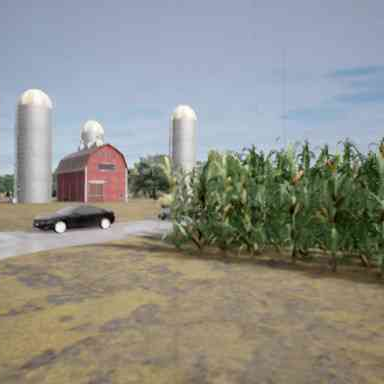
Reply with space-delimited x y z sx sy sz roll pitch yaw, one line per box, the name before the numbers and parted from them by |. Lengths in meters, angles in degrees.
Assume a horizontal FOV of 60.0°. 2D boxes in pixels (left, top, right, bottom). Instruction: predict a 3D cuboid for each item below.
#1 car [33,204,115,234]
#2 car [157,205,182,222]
car | -7.009 1.528 20.214 1.882 1.535 5.008 1 0 37
car | -0.978 1.654 28.552 1.837 1.490 4.892 1 0 35
